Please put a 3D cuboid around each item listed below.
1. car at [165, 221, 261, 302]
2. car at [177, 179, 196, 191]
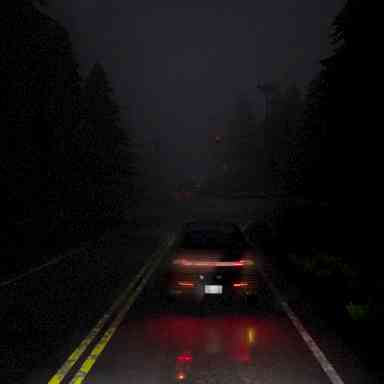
[{"bbox_3d":[0.450,1.466,8.191,2.128,1.511,4.902,0,0,2],"label":"car"},{"bbox_3d":[-0.693,-1.068,45.245,1.812,1.442,4.674,1,9,14],"label":"car"}]
